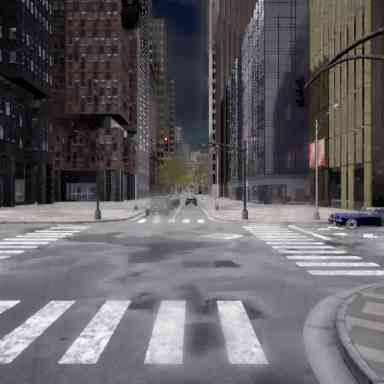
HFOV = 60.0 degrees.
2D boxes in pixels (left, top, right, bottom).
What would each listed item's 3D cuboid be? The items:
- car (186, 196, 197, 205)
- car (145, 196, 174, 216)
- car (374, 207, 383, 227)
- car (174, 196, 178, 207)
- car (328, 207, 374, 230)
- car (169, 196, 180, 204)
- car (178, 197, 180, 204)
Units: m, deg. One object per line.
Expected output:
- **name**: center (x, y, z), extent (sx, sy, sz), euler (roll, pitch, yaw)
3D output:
- **car**: center (-0.131, 1.502, 57.463), extent (1.837, 1.490, 4.892), euler (0, 0, 0)
- **car**: center (-3.203, 1.350, 32.095), extent (2.097, 1.767, 4.553), euler (0, 0, 0)
- **car**: center (13.018, 1.232, 17.377), extent (5.566, 2.045, 2.150), euler (0, 0, 0)
- **car**: center (-3.226, 1.489, 42.145), extent (2.128, 1.511, 4.902), euler (0, 0, 0)
- **car**: center (11.029, 1.602, 20.629), extent (4.718, 1.301, 1.895), euler (0, 0, 0)
- **car**: center (-3.257, 1.475, 62.708), extent (1.882, 1.535, 5.008), euler (0, 0, 0)
- **car**: center (-3.207, 1.502, 52.332), extent (1.837, 1.490, 4.892), euler (0, 0, 0)
